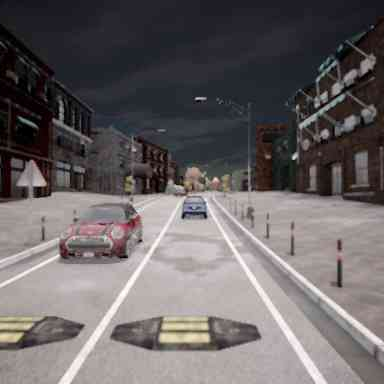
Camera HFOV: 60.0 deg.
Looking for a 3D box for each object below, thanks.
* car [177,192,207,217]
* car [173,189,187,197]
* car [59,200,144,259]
[{"bbox_3d":[0.187,1.019,25.078,2.033,1.411,5.357,0,2,0],"label":"car"},{"bbox_3d":[-1.874,0.135,55.714,1.994,1.385,4.181,0,1,6],"label":"car"},{"bbox_3d":[-3.061,1.225,12.077,2.097,1.767,4.553,0,1,0],"label":"car"}]
